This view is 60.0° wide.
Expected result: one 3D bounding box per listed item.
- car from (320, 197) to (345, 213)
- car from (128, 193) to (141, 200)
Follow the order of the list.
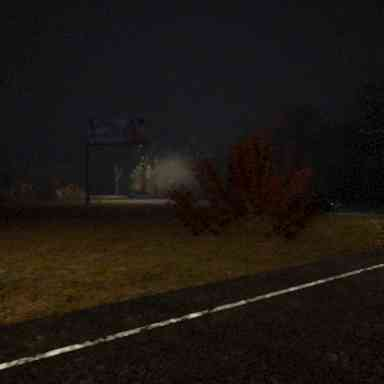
[{"bbox_3d":[13.611,1.194,35.026,2.097,1.767,4.553,0,0,-34],"label":"car"},{"bbox_3d":[-13.114,1.009,75.466,1.882,1.535,5.008,0,0,-29],"label":"car"}]
